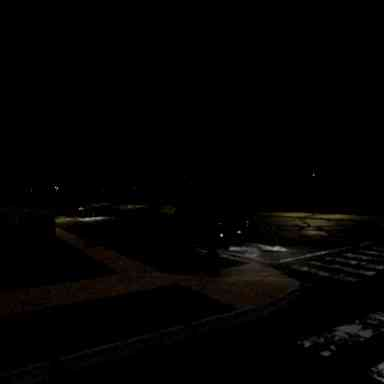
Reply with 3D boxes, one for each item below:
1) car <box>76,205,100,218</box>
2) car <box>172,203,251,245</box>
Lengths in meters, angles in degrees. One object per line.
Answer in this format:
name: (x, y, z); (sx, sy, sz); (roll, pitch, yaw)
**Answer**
car: (-13.018, 2.356, 41.425); (2.033, 1.411, 5.357); (-3, 1, -31)
car: (0.887, 1.671, 18.878); (2.150, 2.045, 5.566); (-3, 1, -32)
